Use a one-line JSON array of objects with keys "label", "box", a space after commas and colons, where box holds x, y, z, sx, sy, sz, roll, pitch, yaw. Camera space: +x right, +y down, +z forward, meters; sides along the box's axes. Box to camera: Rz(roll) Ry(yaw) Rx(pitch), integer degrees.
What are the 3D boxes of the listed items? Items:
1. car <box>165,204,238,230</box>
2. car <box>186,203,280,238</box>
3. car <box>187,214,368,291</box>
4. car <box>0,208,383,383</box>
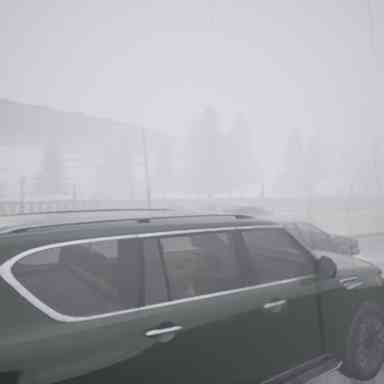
[{"label": "car", "box": [0.601, 1.503, 20.992, 4.181, 1.385, 1.994, 0, 0, -31]}, {"label": "car", "box": [2.272, 1.445, 17.931, 4.892, 1.490, 1.837, -1, 0, -31]}, {"label": "car", "box": [2.667, 1.510, 9.753, 5.357, 1.411, 2.033, 0, 0, -33]}, {"label": "car", "box": [0.066, 1.211, 3.771, 5.566, 2.045, 2.150, 0, 0, -35]}]
